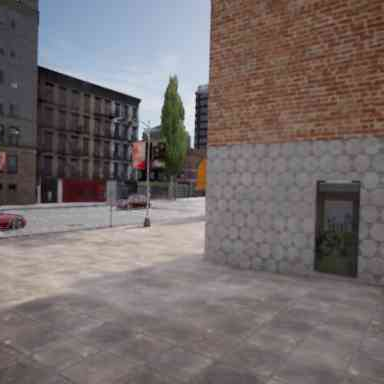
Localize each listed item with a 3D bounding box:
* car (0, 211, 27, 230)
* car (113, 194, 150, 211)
[{"bbox_3d":[-12.108,1.619,19.647,1.994,1.385,4.181,2,1,35],"label":"car"},{"bbox_3d":[-6.963,1.158,38.448,2.097,1.767,4.553,2,2,35],"label":"car"}]
